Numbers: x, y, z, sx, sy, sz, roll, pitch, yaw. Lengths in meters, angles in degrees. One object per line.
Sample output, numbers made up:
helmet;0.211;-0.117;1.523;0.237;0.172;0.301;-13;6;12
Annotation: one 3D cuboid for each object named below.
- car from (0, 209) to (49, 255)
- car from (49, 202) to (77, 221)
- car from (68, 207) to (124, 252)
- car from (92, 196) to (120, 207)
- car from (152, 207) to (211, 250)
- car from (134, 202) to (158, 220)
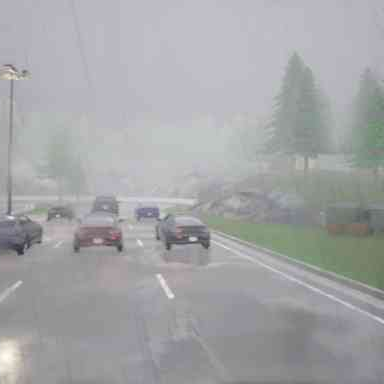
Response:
car;-7.274;1.566;13.206;1.994;1.385;4.181;1;0;-14
car;-10.804;1.570;27.802;1.837;1.490;4.892;1;0;-13
car;-3.892;1.579;14.116;1.812;1.442;4.674;1;0;-13
car;-7.335;1.329;28.347;2.150;2.045;5.566;1;0;-14
car;-0.490;1.630;14.939;1.812;1.442;4.674;1;0;-13
car;-4.037;1.643;29.612;1.882;1.535;5.008;1;0;-13
